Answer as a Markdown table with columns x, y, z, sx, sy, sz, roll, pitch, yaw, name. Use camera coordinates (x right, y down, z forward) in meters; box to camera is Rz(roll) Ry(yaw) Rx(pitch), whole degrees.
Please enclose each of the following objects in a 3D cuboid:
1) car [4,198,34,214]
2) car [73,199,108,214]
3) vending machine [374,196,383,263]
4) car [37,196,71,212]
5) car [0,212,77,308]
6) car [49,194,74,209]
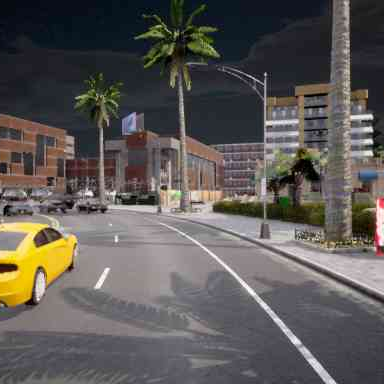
| x | y | z | sx | sy | sz | roll | pitch | yaw | name |
| --- | --- | --- | --- | --- | --- | --- | --- | --- | --- |
| -16.022 | 1.564 | 30.665 | 1.994 | 1.385 | 4.181 | 0 | 0 | -37 | car |
| -10.800 | 1.601 | 35.630 | 1.895 | 1.301 | 4.718 | 0 | 0 | -37 | car |
| 6.625 | 1.195 | 10.664 | 1.100 | 2.100 | 0.880 | 0 | 0 | -8 | vending machine |
| -14.774 | 1.505 | 34.983 | 1.837 | 1.490 | 4.892 | 0 | 0 | -39 | car |
| -4.126 | 1.478 | 7.942 | 1.882 | 1.535 | 5.008 | 0 | 0 | -7 | car |
| -17.568 | 1.221 | 43.373 | 5.566 | 2.045 | 2.150 | 0 | 0 | 38 | car |
